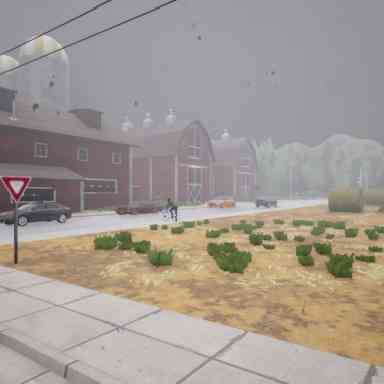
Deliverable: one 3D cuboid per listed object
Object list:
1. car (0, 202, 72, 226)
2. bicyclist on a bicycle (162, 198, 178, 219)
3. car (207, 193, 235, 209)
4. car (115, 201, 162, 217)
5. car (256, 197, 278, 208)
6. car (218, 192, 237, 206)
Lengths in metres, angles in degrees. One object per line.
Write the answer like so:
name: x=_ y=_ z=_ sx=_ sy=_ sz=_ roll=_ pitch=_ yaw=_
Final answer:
car: x=-10.764 y=1.478 z=23.096 sx=1.837 sy=1.490 sz=4.892 roll=0 pitch=0 yaw=35
bicyclist on a bicycle: x=-1.497 y=1.274 z=23.328 sx=1.656 sy=1.620 sz=0.582 roll=0 pitch=0 yaw=35
car: x=3.910 y=1.325 z=44.215 sx=2.097 sy=1.767 sz=4.553 roll=0 pitch=0 yaw=35
car: x=-4.979 y=1.574 z=31.447 sx=1.895 sy=1.301 sz=4.718 roll=0 pitch=0 yaw=35
car: x=10.758 y=1.477 z=47.758 sx=1.837 sy=1.490 sz=4.892 roll=0 pitch=0 yaw=35
car: x=5.734 y=1.118 z=54.102 sx=1.905 sy=1.878 sz=3.866 roll=6 pitch=1 yaw=-8
